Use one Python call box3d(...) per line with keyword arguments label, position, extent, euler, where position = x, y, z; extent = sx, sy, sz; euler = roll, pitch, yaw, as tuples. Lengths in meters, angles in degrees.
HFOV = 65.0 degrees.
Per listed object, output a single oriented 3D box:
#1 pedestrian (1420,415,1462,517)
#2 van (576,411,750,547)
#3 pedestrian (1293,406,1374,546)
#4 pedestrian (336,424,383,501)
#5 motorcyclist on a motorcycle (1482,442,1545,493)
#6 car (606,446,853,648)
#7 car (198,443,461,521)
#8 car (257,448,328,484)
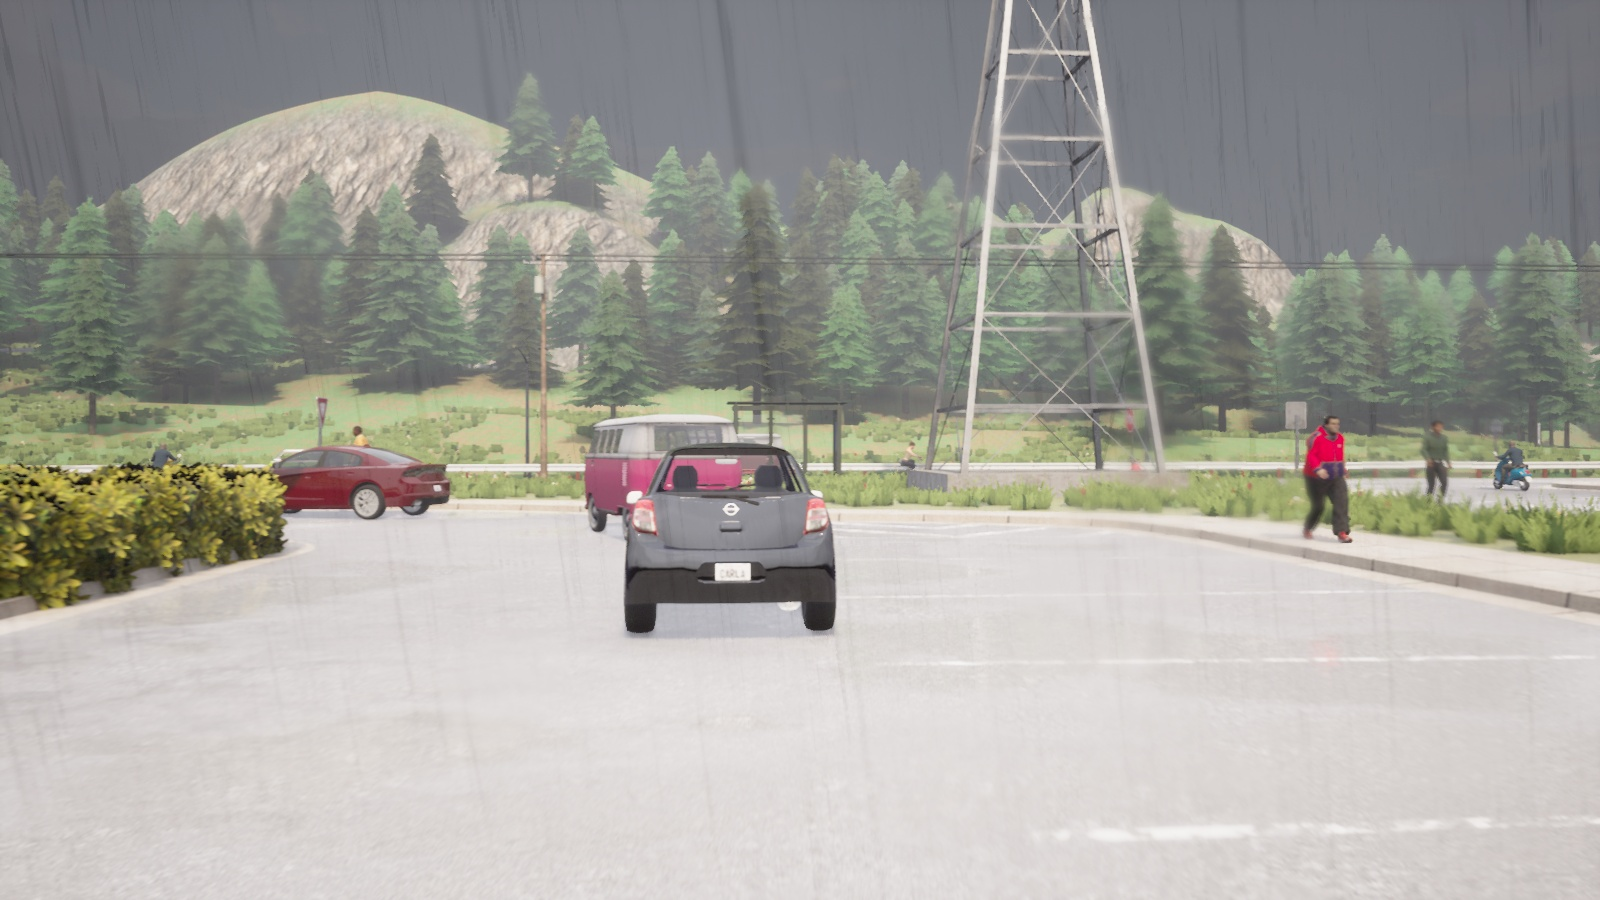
box3d(label="pedestrian", position=(12.502, 0.309, 24.505), extent=(0.423, 1.949, 0.788), euler=(0, 0, 1))
box3d(label="van", position=(-2.375, 0.419, 20.652), extent=(1.775, 1.987, 4.442), euler=(0, 0, -21))
box3d(label="pedestrian", position=(7.217, 0.335, 17.010), extent=(0.634, 1.844, 0.899), euler=(0, 0, -8))
box3d(label="pedestrian", position=(-10.733, 0.293, 30.613), extent=(0.900, 1.855, 0.874), euler=(0, 0, -4))
box3d(label="motorcyclist on a motorcycle", position=(22.830, 0.547, 40.226), extent=(0.866, 1.590, 1.817), euler=(0, 0, -5))
box3d(label="car", position=(-0.663, 0.717, 11.209), extent=(1.845, 1.501, 3.633), euler=(0, 0, -4))
box3d(label="car", position=(-9.858, 0.624, 26.376), extent=(5.008, 1.535, 1.882), euler=(0, 0, 15))
box3d(label="car", position=(-19.677, 0.616, 48.763), extent=(2.207, 1.376, 1.481), euler=(0, 0, -4))
